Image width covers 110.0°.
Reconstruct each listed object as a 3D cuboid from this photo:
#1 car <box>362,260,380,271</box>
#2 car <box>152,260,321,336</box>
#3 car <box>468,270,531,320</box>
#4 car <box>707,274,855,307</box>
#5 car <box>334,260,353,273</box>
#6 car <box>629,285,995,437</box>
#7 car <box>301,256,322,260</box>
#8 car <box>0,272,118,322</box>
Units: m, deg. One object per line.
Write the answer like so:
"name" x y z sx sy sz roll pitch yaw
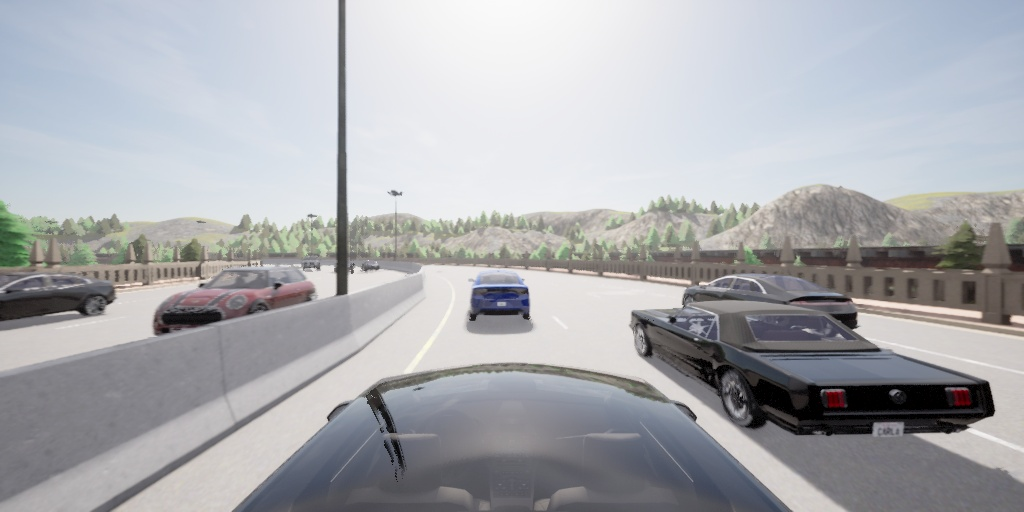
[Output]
"car" -19.315 1.313 49.034 2.033 1.411 5.357 0 0 -29
"car" -7.560 1.107 10.389 2.097 1.767 4.553 0 0 -5
"car" -0.535 1.229 12.784 1.882 1.535 5.008 0 0 -5
"car" 6.698 1.240 10.068 2.128 1.511 4.902 0 0 -4
"car" -20.833 1.269 44.387 1.837 1.490 4.892 0 0 -28
"car" 3.480 1.350 5.600 1.895 1.301 4.718 0 0 -2
"car" -27.601 0.990 49.269 2.150 2.045 5.566 0 0 -32
"car" -14.569 1.249 10.422 2.128 1.511 4.902 0 0 -5
